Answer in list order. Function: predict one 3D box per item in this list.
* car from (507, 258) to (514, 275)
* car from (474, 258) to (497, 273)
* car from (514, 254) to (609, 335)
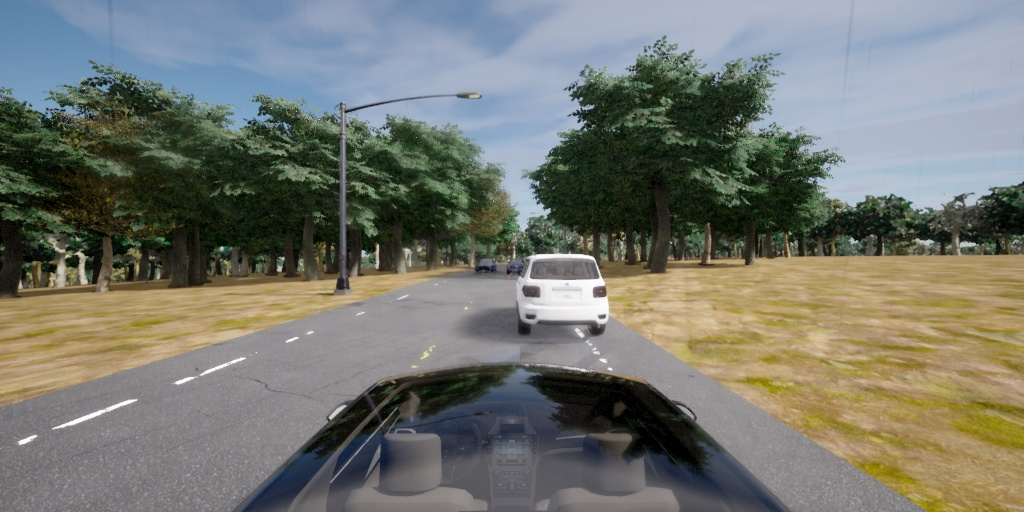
[{"bbox_3d":[0.623,1.028,39.159,2.097,1.767,4.553,0,0,4],"label":"car"},{"bbox_3d":[-2.945,1.023,40.939,2.097,1.767,4.553,0,0,4],"label":"car"},{"bbox_3d":[1.226,0.972,10.648,2.150,2.045,5.566,0,0,0],"label":"car"}]
